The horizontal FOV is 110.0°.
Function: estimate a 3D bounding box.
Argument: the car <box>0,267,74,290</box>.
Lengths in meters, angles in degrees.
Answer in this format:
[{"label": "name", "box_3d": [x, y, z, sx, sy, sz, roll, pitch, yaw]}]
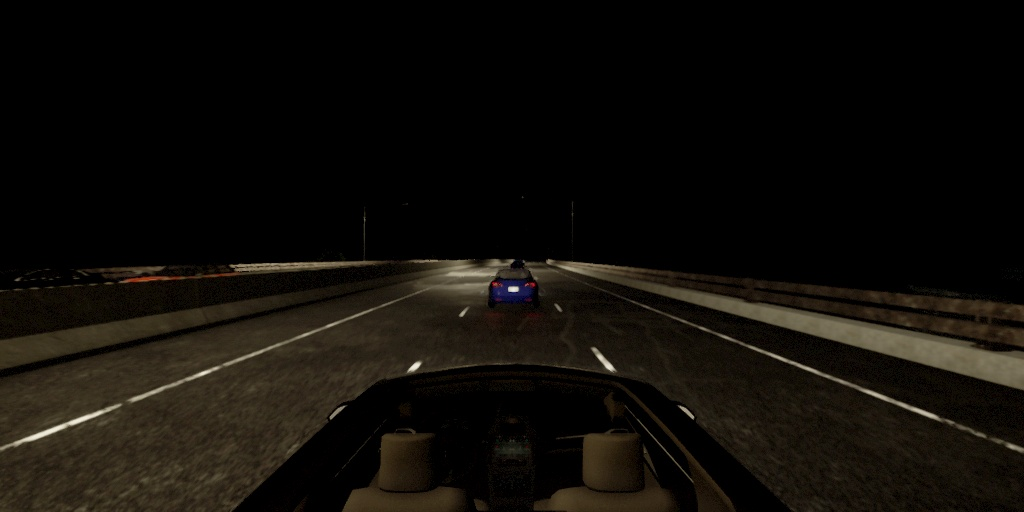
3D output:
[{"label": "car", "box_3d": [-20.988, 1.249, 15.650, 1.837, 1.490, 4.892, 0, -1, 1]}]

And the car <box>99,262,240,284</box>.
[{"label": "car", "box_3d": [-13.991, 1.099, 15.426, 2.097, 1.767, 4.553, 0, 0, 1]}]

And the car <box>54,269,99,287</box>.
[{"label": "car", "box_3d": [-17.468, 1.347, 16.882, 1.895, 1.301, 4.718, 0, 0, 1]}]

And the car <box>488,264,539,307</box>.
[{"label": "car", "box_3d": [0.082, 1.262, 15.493, 2.163, 1.488, 4.792, 0, 0, 1]}]

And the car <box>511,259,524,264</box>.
[{"label": "car", "box_3d": [0.648, 1.351, 44.432, 1.812, 1.442, 4.674, 0, 0, 1]}]
